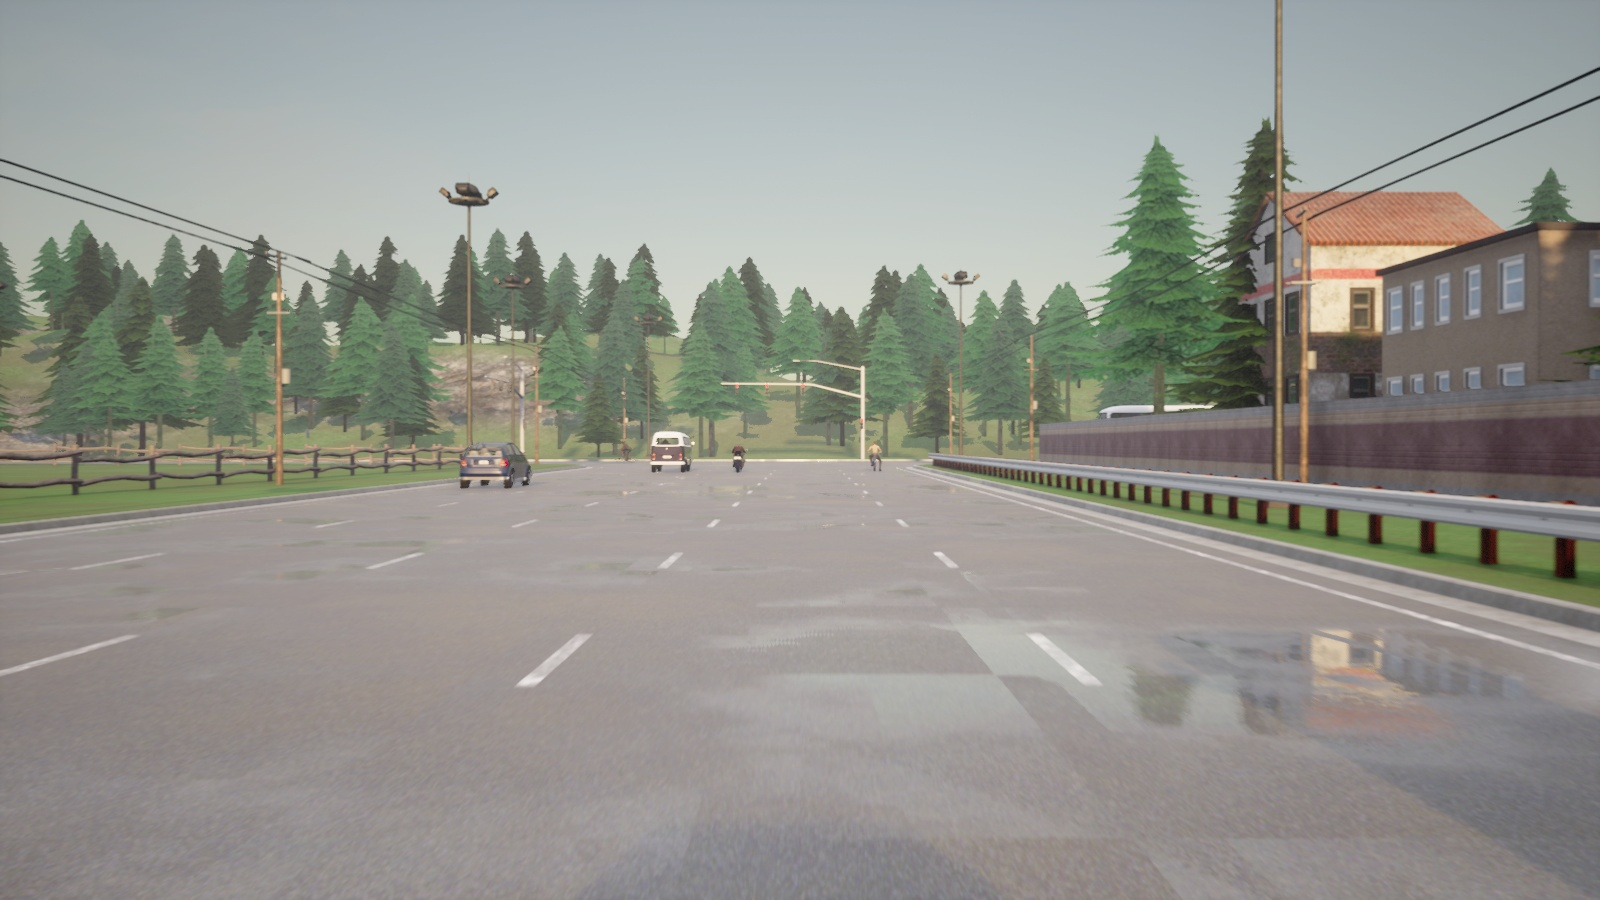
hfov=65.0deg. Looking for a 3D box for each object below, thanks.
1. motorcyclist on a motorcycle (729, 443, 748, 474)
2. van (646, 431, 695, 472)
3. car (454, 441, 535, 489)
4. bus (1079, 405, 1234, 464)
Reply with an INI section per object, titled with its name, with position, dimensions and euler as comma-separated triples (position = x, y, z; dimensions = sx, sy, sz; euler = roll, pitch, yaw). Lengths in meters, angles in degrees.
[motorcyclist on a motorcycle]
position = -3.123, 0.420, 63.981
dimensions = 0.866, 1.530, 2.191
euler = 0, 0, 0
[van]
position = -6.619, 0.095, 64.626
dimensions = 2.069, 2.038, 4.480
euler = 0, -1, 0
[car]
position = -10.246, 0.479, 42.364
dimensions = 1.789, 1.549, 3.705
euler = 0, 0, 0
[bus]
position = 26.153, -1.128, 92.596
dimensions = 10.273, 4.253, 3.944
euler = 0, 0, 1
